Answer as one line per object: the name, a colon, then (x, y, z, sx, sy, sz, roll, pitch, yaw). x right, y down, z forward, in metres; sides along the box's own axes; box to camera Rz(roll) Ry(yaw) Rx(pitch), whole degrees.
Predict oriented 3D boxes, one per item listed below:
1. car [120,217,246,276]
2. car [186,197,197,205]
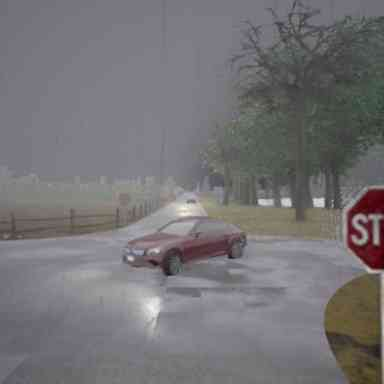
car: (-0.060, 1.550, 10.721, 1.812, 1.442, 4.674, -2, -2, 44)
car: (-0.110, 1.839, 69.961, 1.837, 1.490, 4.892, 0, 0, 0)
